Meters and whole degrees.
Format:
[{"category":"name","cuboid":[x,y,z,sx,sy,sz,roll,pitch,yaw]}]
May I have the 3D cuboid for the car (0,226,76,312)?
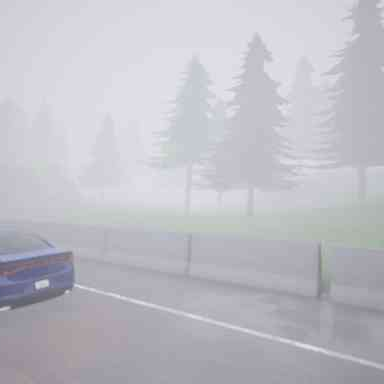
[{"category":"car","cuboid":[-4.664,1.490,7.324,5.008,1.535,1.882,0,0,36]}]
